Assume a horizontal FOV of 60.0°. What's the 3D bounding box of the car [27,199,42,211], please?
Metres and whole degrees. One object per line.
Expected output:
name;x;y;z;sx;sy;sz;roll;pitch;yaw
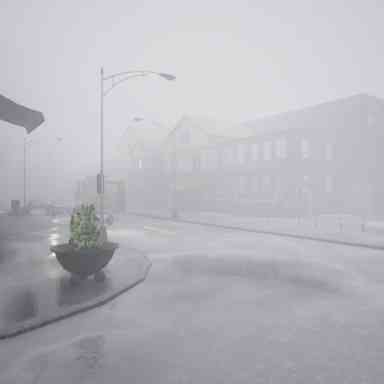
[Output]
car;-19.516;1.547;41.856;2.033;1.411;5.357;0;0;-34

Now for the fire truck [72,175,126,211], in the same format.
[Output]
fire truck;-9.877;0.342;34.858;2.891;3.827;8.468;0;0;-34

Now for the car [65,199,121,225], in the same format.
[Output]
car;-7.077;1.492;23.361;2.128;1.511;4.902;0;0;-34

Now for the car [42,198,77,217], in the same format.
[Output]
car;-12.633;1.526;31.619;1.812;1.442;4.674;0;0;-34
